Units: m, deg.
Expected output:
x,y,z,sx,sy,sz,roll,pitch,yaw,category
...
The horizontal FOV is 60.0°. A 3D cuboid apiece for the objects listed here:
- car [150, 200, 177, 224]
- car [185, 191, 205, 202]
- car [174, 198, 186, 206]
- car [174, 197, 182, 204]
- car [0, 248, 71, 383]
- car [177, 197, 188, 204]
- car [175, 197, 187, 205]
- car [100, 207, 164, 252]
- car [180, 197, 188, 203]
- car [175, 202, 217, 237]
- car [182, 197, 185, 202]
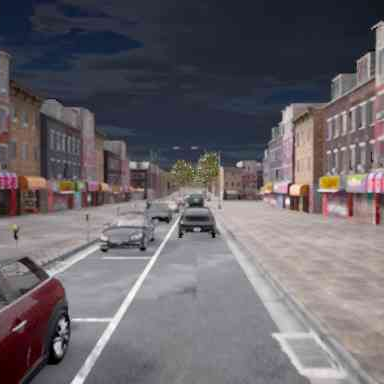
x,y,z,sx,sy,sz,roll,pitch,yaw,category
-2.404,1.553,24.643,1.947,1.339,4.313,-1,0,1,car
0.575,1.285,45.744,2.150,2.045,5.566,0,0,1,car
-2.057,1.705,57.320,1.802,1.307,4.206,-1,0,1,car
-2.292,1.539,35.367,1.752,1.417,4.829,-1,0,1,car
-2.636,1.431,2.853,1.967,1.590,4.097,-1,0,1,car
-1.945,1.750,68.220,2.008,1.369,4.403,-1,0,1,car
-2.003,1.711,62.771,2.008,1.369,4.403,-1,0,1,car
-2.519,1.531,13.747,2.008,1.369,4.403,-1,0,1,car
-1.829,1.868,79.113,1.802,1.307,4.206,-2,0,1,car
0.274,1.491,17.813,1.837,1.490,4.892,0,0,1,car
-2.121,1.529,51.878,1.967,1.590,4.097,-1,0,1,car
